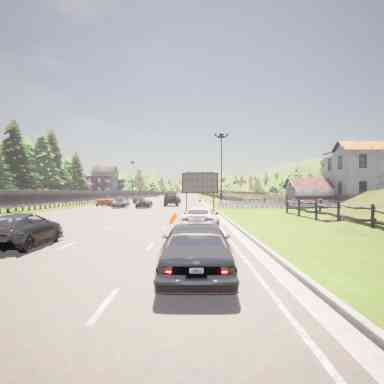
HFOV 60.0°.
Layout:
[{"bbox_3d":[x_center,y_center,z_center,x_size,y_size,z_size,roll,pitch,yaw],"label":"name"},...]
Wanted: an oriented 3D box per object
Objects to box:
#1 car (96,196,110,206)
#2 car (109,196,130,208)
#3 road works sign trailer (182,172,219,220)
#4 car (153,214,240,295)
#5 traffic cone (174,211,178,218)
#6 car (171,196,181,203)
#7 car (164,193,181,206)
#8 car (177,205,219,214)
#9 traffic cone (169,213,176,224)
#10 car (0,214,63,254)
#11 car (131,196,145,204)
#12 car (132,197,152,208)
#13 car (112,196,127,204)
[{"bbox_3d":[-13.814,1.352,53.162,2.097,1.767,4.553,0,0,0],"label":"car"},{"bbox_3d":[-10.322,1.600,48.709,1.895,1.301,4.718,0,0,0],"label":"car"},{"bbox_3d":[0.525,0.464,22.087,2.380,3.560,2.880,0,0,-3],"label":"road works sign trailer"},{"bbox_3d":[0.112,1.547,8.846,2.033,1.411,5.357,0,0,1],"label":"car"},{"bbox_3d":[-1.446,1.955,25.203,0.340,0.580,0.340,0,0,0],"label":"traffic cone"},{"bbox_3d":[-3.287,1.564,68.600,1.994,1.385,4.181,0,0,0],"label":"car"},{"bbox_3d":[-3.312,1.221,53.385,2.150,2.045,5.566,0,0,0],"label":"car"},{"bbox_3d":[0.473,1.540,18.473,1.812,1.442,4.674,-1,-1,7],"label":"car"},{"bbox_3d":[-1.449,1.955,23.203,0.340,0.580,0.340,0,0,0],"label":"traffic cone"},{"bbox_3d":[-6.878,1.564,13.473,1.994,1.385,4.181,0,0,0],"label":"car"},{"bbox_3d":[-10.295,1.564,64.139,1.994,1.385,4.181,0,0,0],"label":"car"},{"bbox_3d":[-6.816,1.601,47.479,1.895,1.301,4.718,0,0,0],"label":"car"},{"bbox_3d":[-13.795,1.526,63.764,1.812,1.442,4.674,0,0,0],"label":"car"}]
